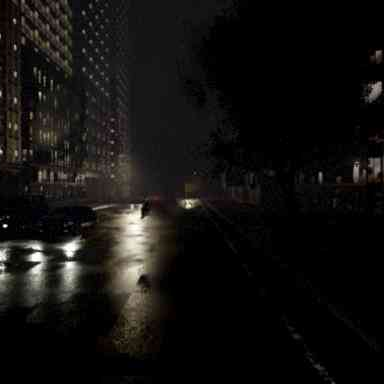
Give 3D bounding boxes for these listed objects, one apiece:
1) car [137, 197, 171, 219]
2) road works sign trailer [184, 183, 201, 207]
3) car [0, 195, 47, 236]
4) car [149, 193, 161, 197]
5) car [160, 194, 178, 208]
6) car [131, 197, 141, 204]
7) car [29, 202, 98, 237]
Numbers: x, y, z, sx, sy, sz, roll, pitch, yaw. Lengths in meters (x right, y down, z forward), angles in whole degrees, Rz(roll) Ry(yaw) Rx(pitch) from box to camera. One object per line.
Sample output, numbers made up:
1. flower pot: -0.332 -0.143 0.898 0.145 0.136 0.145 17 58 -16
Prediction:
1. car: -3.145 1.436 28.351 1.882 1.535 5.008 0 0 0
2. road works sign trailer: 0.014 0.392 51.046 2.380 3.560 2.880 0 0 1
3. car: -9.848 1.194 18.463 2.150 2.045 5.566 0 0 0
4. car: -6.513 1.136 60.023 2.150 2.045 5.566 0 0 1
5. car: -3.142 1.410 47.855 1.882 1.535 5.008 0 0 0
6. car: -9.774 1.518 59.883 1.895 1.301 4.718 0 0 1
7. car: -6.595 1.451 18.136 1.882 1.535 5.008 0 0 0
